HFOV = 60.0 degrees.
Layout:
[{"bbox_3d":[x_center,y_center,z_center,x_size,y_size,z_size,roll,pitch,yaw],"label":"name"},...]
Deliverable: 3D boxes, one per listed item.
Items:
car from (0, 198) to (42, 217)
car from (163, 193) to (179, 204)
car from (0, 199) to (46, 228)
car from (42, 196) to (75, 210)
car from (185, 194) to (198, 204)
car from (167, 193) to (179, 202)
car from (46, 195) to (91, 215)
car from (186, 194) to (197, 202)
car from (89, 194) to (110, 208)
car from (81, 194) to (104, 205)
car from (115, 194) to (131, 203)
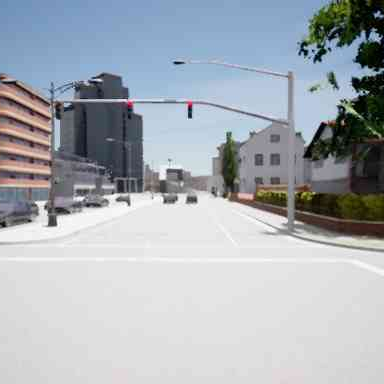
[{"bbox_3d":[-15.100,1.315,29.174,1.994,1.385,4.181,0,1,0],"label":"car"},{"bbox_3d":[-3.510,1.048,52.240,2.128,1.511,4.902,0,0,0],"label":"car"},{"bbox_3d":[-11.598,1.368,21.085,2.033,1.411,5.357,0,0,0],"label":"car"},{"bbox_3d":[-15.091,1.204,37.891,1.812,1.442,4.674,0,0,0],"label":"car"},{"bbox_3d":[-0.010,1.034,52.240,1.882,1.535,5.008,0,0,0],"label":"car"},{"bbox_3d":[-3.512,0.959,62.656,2.128,1.511,4.902,0,0,0],"label":"car"},{"bbox_3d":[-11.596,1.283,31.158,2.033,1.411,5.357,0,0,0],"label":"car"},{"bbox_3d":[-0.012,1.032,62.658,1.994,1.385,4.181,0,0,0],"label":"car"},{"bbox_3d":[-11.582,1.197,41.270,2.033,1.411,5.357,0,0,0],"label":"car"},{"bbox_3d":[-15.033,1.062,50.575,2.128,1.511,4.902,0,1,0],"label":"car"},{"bbox_3d":[-11.533,1.092,55.641,1.994,1.385,4.181,0,0,0],"label":"car"}]
